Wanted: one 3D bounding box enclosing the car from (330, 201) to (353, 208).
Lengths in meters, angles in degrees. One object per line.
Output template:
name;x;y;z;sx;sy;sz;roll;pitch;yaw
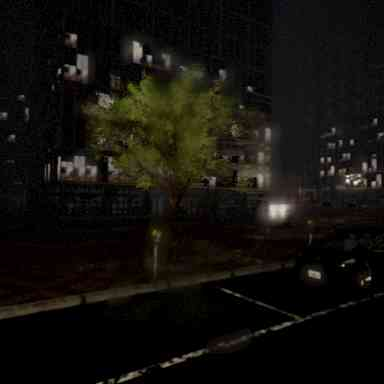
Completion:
car;32.294;2.591;72.049;2.008;1.369;4.403;2;-1;-20

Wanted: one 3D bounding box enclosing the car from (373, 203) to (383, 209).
car;36.108;2.472;61.712;1.752;1.417;4.829;2;-1;-20

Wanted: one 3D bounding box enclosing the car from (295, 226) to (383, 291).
car;4.799;1.656;9.302;4.313;1.339;1.947;1;1;-34

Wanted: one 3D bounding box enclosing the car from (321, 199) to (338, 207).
car;26.848;2.213;64.061;1.967;1.590;4.097;2;-1;-20

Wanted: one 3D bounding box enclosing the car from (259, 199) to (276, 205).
car;19.163;2.488;84.885;1.752;1.417;4.829;2;-1;-20

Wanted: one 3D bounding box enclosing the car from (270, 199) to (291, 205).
car;21.042;2.356;79.800;1.967;1.590;4.097;2;-1;-20

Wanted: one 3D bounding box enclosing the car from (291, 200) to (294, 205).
car;26.485;2.765;87.795;1.802;1.307;4.206;2;-1;-20

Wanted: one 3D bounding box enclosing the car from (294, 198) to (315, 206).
car;28.427;2.451;82.551;2.192;1.841;5.009;2;-1;-20

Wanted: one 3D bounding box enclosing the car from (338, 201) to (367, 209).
car;28.781;2.276;58.813;2.008;1.369;4.403;2;-1;-20
